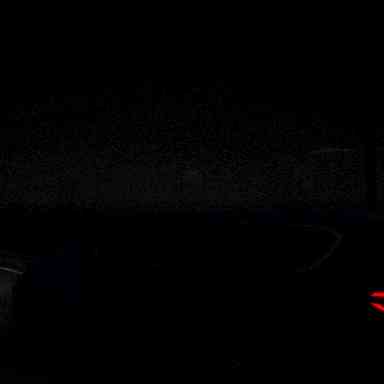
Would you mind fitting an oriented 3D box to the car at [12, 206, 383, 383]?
[{"bbox_3d":[0.000,1.241,4.926,5.566,2.045,2.150,0,0,23],"label":"car"}]
